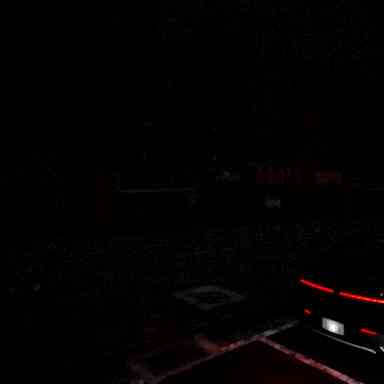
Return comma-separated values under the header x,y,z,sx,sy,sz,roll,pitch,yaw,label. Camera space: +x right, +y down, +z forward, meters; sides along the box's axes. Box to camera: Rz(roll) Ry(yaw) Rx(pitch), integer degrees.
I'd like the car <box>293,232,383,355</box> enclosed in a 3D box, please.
x,y,z,sx,sy,sz,roll,pitch,yaw,label
3.761,1.439,5.654,4.892,1.490,1.837,-1,0,-36,car
